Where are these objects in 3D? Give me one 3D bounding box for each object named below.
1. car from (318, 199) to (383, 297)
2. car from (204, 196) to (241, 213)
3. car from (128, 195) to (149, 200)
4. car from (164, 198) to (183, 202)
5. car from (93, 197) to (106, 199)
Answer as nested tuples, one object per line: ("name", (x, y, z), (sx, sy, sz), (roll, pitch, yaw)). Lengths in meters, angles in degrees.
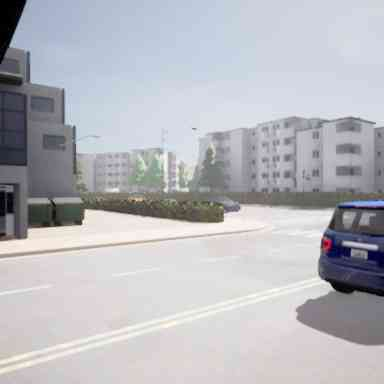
("car", (5.153, 1.182, 7.471), (5.566, 2.045, 2.150), (0, 0, -36))
("car", (3.205, 1.243, 35.883), (2.097, 1.767, 4.553), (0, 0, -36))
("car", (-8.248, 1.243, 51.700), (2.097, 1.767, 4.553), (0, 0, -37))
("car", (-2.164, 1.433, 37.355), (1.812, 1.442, 4.674), (0, 0, -36))
("car", (-15.342, 1.473, 55.268), (1.994, 1.385, 4.181), (0, 0, -40))
